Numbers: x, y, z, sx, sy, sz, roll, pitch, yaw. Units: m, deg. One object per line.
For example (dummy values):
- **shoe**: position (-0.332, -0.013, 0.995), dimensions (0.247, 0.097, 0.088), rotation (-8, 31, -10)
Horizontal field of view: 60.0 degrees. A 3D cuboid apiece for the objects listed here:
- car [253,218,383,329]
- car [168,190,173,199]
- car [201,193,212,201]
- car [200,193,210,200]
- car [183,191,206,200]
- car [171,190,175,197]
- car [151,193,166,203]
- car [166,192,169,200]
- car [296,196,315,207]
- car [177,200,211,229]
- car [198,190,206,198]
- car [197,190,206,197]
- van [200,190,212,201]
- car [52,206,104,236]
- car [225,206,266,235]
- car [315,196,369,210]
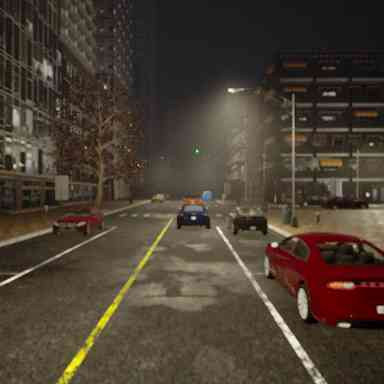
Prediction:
- **car**: position (2.696, 1.489, 6.867), dimensions (1.887, 1.381, 4.507), rotation (1, 0, 0)
- **car**: position (-5.768, 0.871, 72.229), dimensions (1.752, 1.417, 4.829), rotation (1, 1, 0)
- **car**: position (2.792, 0.952, 66.714), dimensions (2.008, 1.369, 4.403), rotation (1, 1, 0)
- **car**: position (2.746, 0.911, 72.370), dimensions (1.947, 1.339, 4.313), rotation (1, 1, 0)
- **car**: position (0.082, 1.018, 35.970), dimensions (2.097, 1.767, 4.553), rotation (0, 0, 0)
- **car**: position (-5.703, 0.484, 89.365), dimensions (2.192, 1.841, 5.009), rotation (1, 1, 0)
- **car**: position (-5.827, 1.032, 55.900), dimensions (1.752, 1.417, 4.829), rotation (1, 1, 0)
- **car**: position (-5.828, 1.007, 61.082), dimensions (2.008, 1.369, 4.403), rotation (1, 1, 0)
- **car**: position (15.184, 1.163, 41.375), dimensions (4.403, 1.369, 2.008), rotation (0, 0, 1)
- **car**: position (0.093, 1.393, 20.420), dimensions (1.994, 1.385, 4.181), rotation (0, 0, 0)
- **car**: position (2.677, 0.484, 89.334), dimensions (2.192, 1.841, 5.009), rotation (1, 1, 0)
- **car**: position (2.676, 0.425, 94.991), dimensions (2.192, 1.841, 5.009), rotation (1, 1, 0)
- **van**: position (2.814, 0.798, 61.052), dimensions (1.690, 1.788, 3.998), rotation (1, 1, 0)
- **car**: position (-5.799, 1.437, 17.490), dimensions (1.802, 1.307, 4.206), rotation (1, 0, 0)
- **car**: position (2.804, 1.406, 17.492), dimensions (2.008, 1.369, 4.403), rotation (1, 1, 0)
- **car**: position (15.106, 1.135, 32.995), dimensions (4.507, 1.381, 1.887), rotation (0, 0, 1)
